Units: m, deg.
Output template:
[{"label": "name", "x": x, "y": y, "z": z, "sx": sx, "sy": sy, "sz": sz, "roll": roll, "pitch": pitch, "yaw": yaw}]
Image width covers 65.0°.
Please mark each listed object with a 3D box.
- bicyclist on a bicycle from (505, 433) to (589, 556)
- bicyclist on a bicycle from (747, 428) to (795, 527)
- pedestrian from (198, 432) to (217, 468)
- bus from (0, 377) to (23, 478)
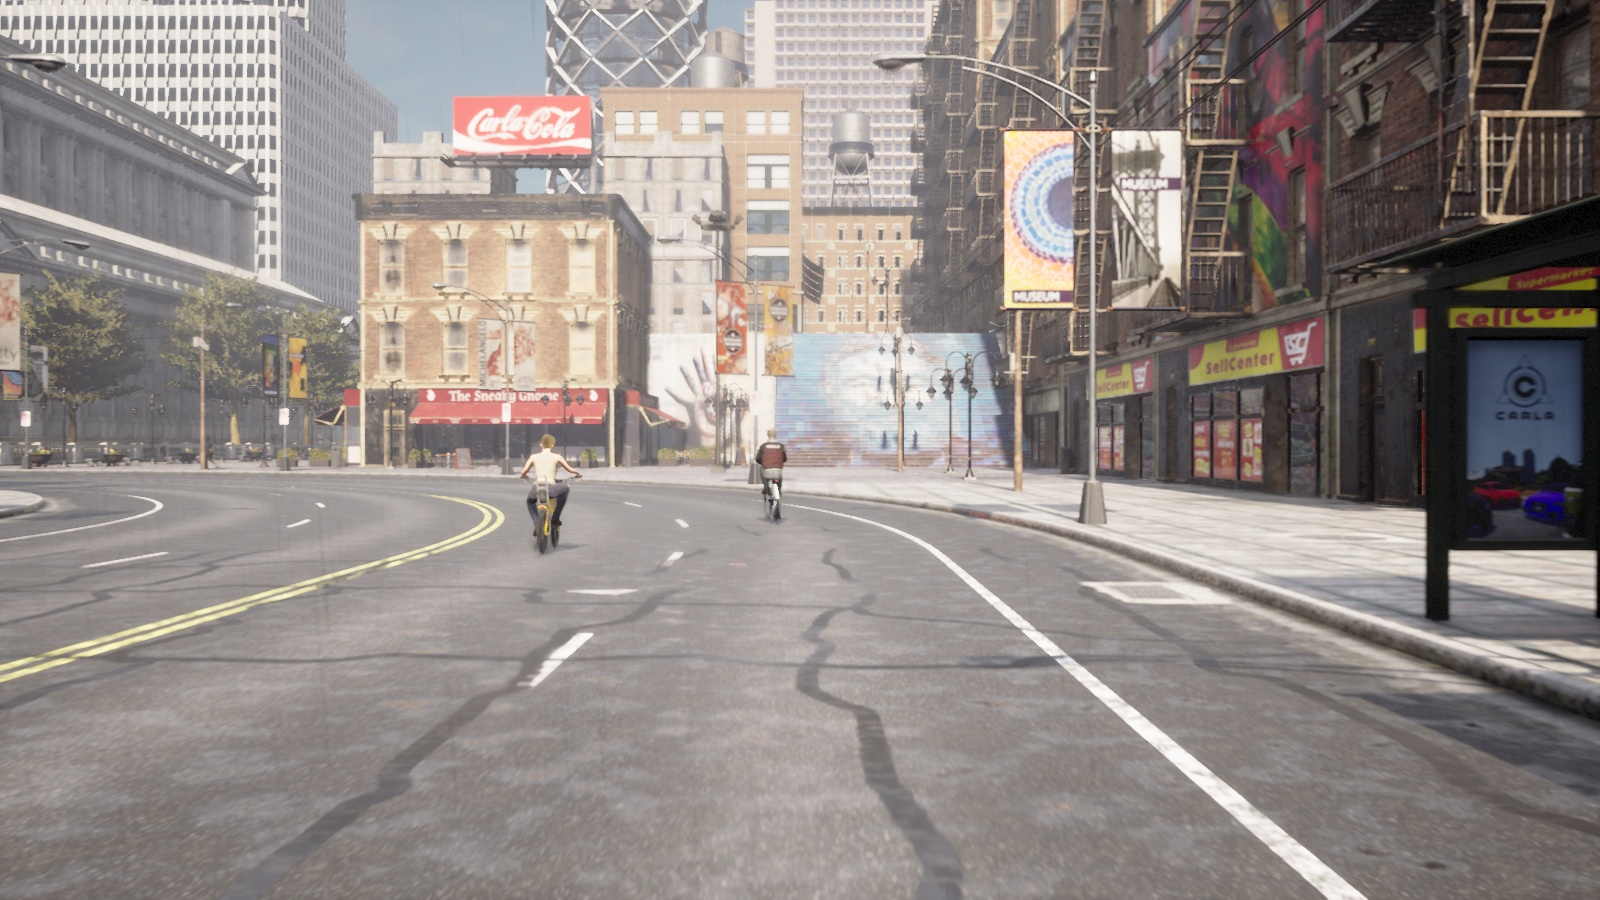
[{"label": "bicyclist on a bicycle", "x": -3.449, "y": 0.583, "z": 17.248, "sx": 0.866, "sy": 1.612, "sz": 1.509, "roll": 0, "pitch": 0, "yaw": -2}, {"label": "bicyclist on a bicycle", "x": -0.561, "y": 0.484, "z": 23.548, "sx": 0.659, "sy": 1.776, "sz": 1.843, "roll": 0, "pitch": 1, "yaw": -9}, {"label": "pedestrian", "x": -30.587, "y": 0.013, "z": 64.810, "sx": 0.694, "sy": 1.848, "sz": 0.540, "roll": 0, "pitch": 0, "yaw": 9}, {"label": "bus", "x": -38.759, "y": -0.959, "z": 52.838, "sx": 10.273, "sy": 4.253, "sz": 3.944, "roll": 0, "pitch": 0, "yaw": 10}]
